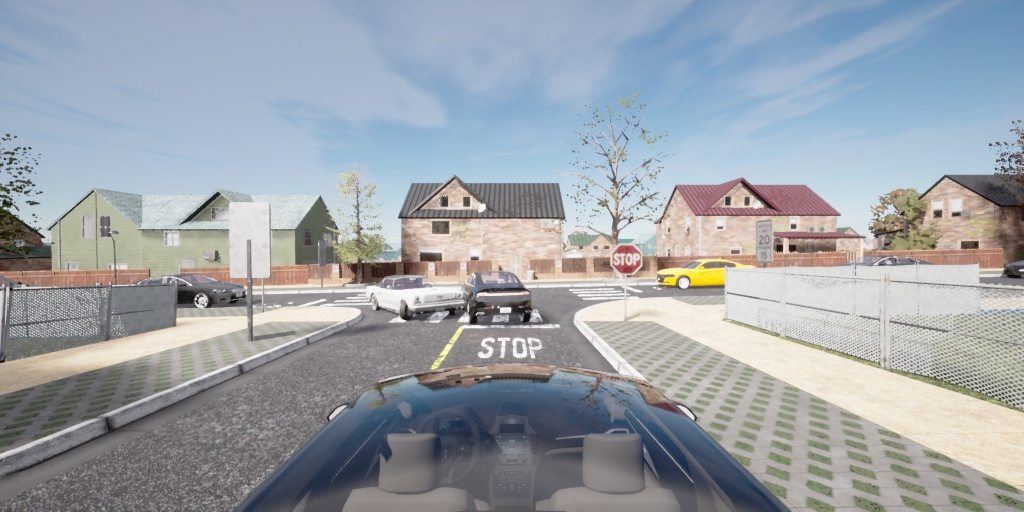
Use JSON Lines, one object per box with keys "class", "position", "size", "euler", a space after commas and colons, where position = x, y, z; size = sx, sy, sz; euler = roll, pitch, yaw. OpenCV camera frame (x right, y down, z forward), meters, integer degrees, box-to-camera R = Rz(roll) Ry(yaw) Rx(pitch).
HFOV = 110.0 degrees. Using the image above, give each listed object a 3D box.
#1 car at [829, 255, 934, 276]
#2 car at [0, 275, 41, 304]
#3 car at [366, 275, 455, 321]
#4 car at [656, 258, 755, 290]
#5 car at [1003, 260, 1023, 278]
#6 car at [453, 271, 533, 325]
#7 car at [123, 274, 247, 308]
{"class": "car", "position": [19.821, 0.703, 19.416], "size": [4.902, 1.511, 2.128], "euler": [-1, 1, 0]}
{"class": "car", "position": [-24.230, 1.648, 16.312], "size": [4.553, 1.767, 2.097], "euler": [-1, 1, 0]}
{"class": "car", "position": [-3.595, 1.368, 12.844], "size": [1.895, 1.301, 4.718], "euler": [0, 0, -38]}
{"class": "car", "position": [10.391, 0.911, 19.348], "size": [5.008, 1.535, 1.882], "euler": [-1, 1, -1]}
{"class": "car", "position": [29.699, 0.543, 19.441], "size": [4.181, 1.385, 1.994], "euler": [-1, 1, 0]}
{"class": "car", "position": [-0.678, 1.242, 11.983], "size": [2.128, 1.511, 4.902], "euler": [0, 0, -12]}
{"class": "car", "position": [-14.892, 1.566, 16.347], "size": [4.902, 1.511, 2.128], "euler": [-1, 1, 0]}
